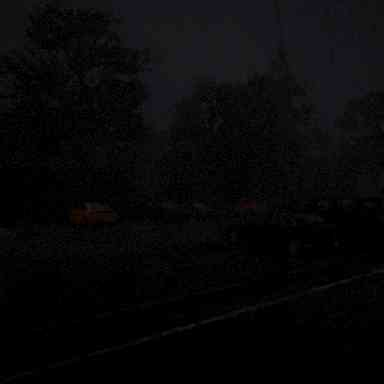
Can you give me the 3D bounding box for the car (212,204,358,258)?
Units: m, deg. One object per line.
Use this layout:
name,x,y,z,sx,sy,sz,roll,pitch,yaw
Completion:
car,3.299,1.445,12.786,2.231,1.521,4.892,0,0,-35

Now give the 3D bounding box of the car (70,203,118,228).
car,-6.542,1.444,21.835,2.097,1.535,5.008,0,0,-35

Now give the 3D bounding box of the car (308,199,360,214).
car,16.122,1.566,38.014,2.097,1.535,5.008,0,0,-36

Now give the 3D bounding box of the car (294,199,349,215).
car,13.961,1.544,36.247,1.946,1.575,5.366,0,0,-36

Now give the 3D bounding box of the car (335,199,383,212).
car,20.632,1.632,41.283,2.163,1.488,4.792,0,0,-36

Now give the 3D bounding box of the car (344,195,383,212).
car,22.930,1.371,42.858,2.435,2.045,5.566,0,0,-36

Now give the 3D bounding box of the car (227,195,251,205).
car,4.810,1.352,29.897,2.185,1.767,4.553,0,0,-36

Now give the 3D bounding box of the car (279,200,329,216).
car,11.589,1.569,34.775,2.002,1.452,4.674,0,0,-36

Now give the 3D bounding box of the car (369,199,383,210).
car,27.343,1.707,46.047,2.002,1.452,4.674,1,0,-36

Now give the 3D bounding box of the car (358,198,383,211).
car,25.181,1.645,44.497,2.097,1.535,5.008,1,0,-36

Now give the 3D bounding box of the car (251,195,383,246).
car,5.561,1.196,14.440,2.435,2.045,5.566,0,0,-35

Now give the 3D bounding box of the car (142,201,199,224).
car,-2.014,1.447,25.075,2.097,1.535,5.008,0,0,-35

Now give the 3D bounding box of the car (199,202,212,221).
car,0.257,1.494,26.690,2.002,1.452,4.674,0,0,-35

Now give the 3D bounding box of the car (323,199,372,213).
car,18.401,1.614,39.615,2.163,1.488,4.792,0,0,-36

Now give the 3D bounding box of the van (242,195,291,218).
van,6.988,1.267,31.633,1.878,1.987,4.442,0,0,-36

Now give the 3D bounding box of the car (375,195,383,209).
car,29.725,1.442,47.719,2.435,2.045,5.566,1,0,-36
